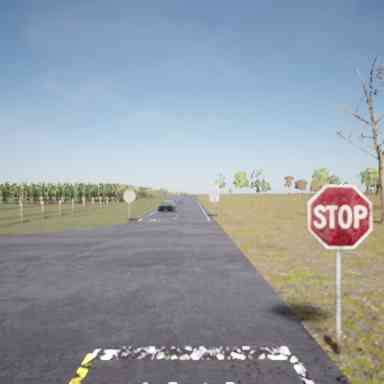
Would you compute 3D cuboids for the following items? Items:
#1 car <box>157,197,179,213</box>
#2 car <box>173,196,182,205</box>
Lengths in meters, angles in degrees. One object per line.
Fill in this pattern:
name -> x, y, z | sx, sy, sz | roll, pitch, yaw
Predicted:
car -> -2.755, 1.596, 37.133 | 1.895, 1.301, 4.718 | 0, 0, 0
car -> -2.757, 1.393, 60.851 | 1.882, 1.535, 5.008 | 0, 0, 0
